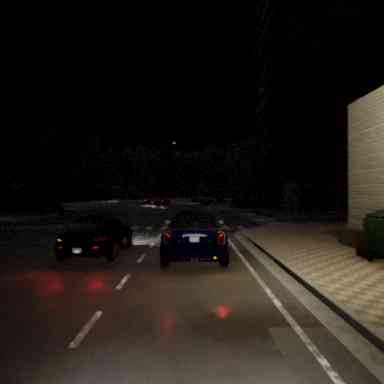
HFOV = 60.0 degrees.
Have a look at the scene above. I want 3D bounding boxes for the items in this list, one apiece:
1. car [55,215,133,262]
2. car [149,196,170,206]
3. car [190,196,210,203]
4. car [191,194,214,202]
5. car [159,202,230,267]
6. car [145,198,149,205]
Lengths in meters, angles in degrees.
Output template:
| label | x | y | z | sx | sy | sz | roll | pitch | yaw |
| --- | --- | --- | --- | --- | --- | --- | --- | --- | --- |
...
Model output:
| label | x | y | z | sx | sy | sz | roll | pitch | yaw |
| --- | --- | --- | --- | --- | --- | --- | --- | --- | --- |
| car | -3.418 | 1.582 | 12.196 | 1.812 | 1.442 | 4.674 | 0 | 0 | 0 |
| car | -5.702 | 1.636 | 61.632 | 2.097 | 1.767 | 4.553 | 0 | 0 | 15 |
| car | 1.977 | 1.847 | 80.129 | 5.008 | 1.535 | 1.882 | 0 | 0 | -43 |
| car | 2.644 | 1.576 | 76.038 | 2.150 | 2.045 | 5.566 | 0 | 0 | 42 |
| car | 0.079 | 1.407 | 11.740 | 2.097 | 1.767 | 4.553 | 0 | 0 | 0 |
| car | -7.703 | 1.662 | 66.933 | 2.097 | 1.767 | 4.553 | 0 | 0 | 22 |
